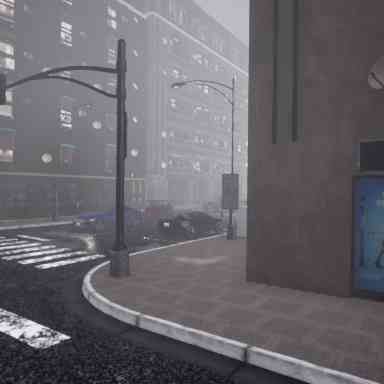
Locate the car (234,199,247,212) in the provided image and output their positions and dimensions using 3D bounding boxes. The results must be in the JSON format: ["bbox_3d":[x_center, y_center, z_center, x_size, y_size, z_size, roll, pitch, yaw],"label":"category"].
[{"bbox_3d":[5.531,1.466,35.039,1.812,1.442,4.674,1,1,35],"label":"car"}]

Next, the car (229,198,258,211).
[{"bbox_3d":[6.362,1.483,40.522,1.802,1.307,4.206,1,1,35],"label":"car"}]

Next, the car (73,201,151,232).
[{"bbox_3d":[-4.911,1.488,20.158,1.812,1.442,4.674,1,1,35],"label":"car"}]

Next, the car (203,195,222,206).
[{"bbox_3d":[3.155,1.224,35.946,2.192,1.841,5.009,1,1,35],"label":"car"}]

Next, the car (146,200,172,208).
[{"bbox_3d":[-3.267,1.362,26.799,1.967,1.590,4.097,1,1,35],"label":"car"}]

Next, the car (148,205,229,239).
[{"bbox_3d":[-0.029,1.599,17.700,1.947,1.339,4.313,1,1,35],"label":"car"}]
